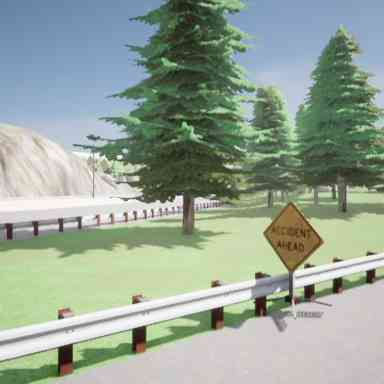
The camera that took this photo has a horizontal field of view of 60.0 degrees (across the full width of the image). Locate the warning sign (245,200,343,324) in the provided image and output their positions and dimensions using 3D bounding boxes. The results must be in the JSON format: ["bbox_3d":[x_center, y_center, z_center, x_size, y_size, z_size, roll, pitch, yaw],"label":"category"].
[{"bbox_3d":[1.791,1.087,5.935,1.060,1.860,1.300,0,0,-35],"label":"warning sign"}]
